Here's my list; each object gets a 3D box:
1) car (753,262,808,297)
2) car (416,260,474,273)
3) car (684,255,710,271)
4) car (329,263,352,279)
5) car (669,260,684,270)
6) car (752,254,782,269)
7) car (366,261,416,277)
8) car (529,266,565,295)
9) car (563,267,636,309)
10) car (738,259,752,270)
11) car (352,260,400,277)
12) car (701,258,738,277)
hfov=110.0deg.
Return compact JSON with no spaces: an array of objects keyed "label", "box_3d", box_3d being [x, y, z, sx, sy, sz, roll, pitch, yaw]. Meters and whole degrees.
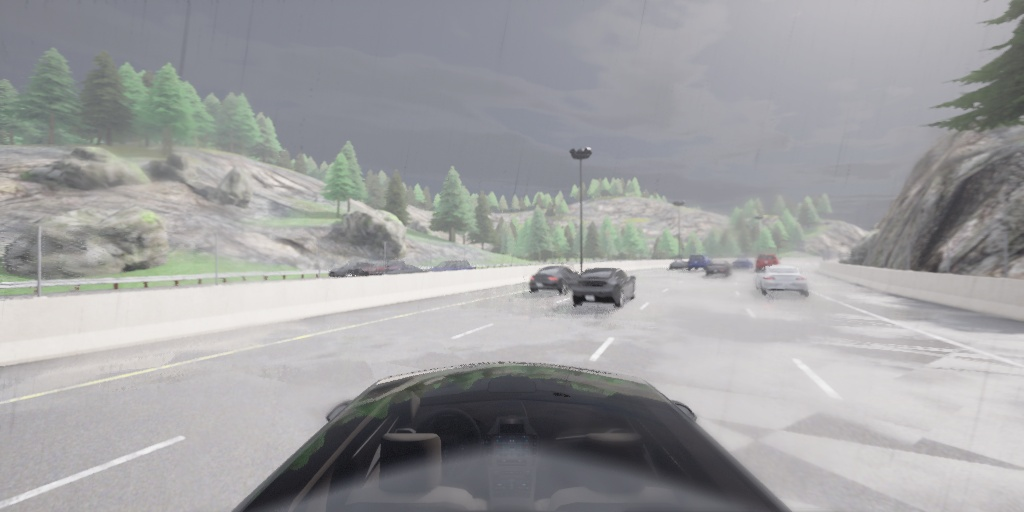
[{"label":"car","box_3d":[13.959,1.219,18.681,1.812,1.442,4.674,-1,0,30]},{"label":"car","box_3d":[-4.957,1.135,28.244,2.097,1.767,4.553,0,0,30]},{"label":"car","box_3d":[24.304,0.877,46.035,2.150,2.045,5.566,-1,-1,40]},{"label":"car","box_3d":[-14.326,1.331,33.025,1.837,1.490,4.892,0,0,30]},{"label":"car","box_3d":[23.728,1.225,50.534,1.994,1.385,4.181,0,0,41]},{"label":"car","box_3d":[30.701,0.846,42.813,2.150,2.045,5.566,-1,-1,41]},{"label":"car","box_3d":[-8.908,1.364,28.409,1.994,1.385,4.181,0,0,30]},{"label":"car","box_3d":[2.506,1.271,19.792,1.812,1.442,4.674,0,0,29]},{"label":"car","box_3d":[3.972,1.243,15.107,1.837,1.490,4.892,-1,0,28]},{"label":"car","box_3d":[31.871,1.103,49.346,1.882,1.535,5.008,-1,-1,42]},{"label":"car","box_3d":[-11.134,1.164,31.534,2.097,1.767,4.553,0,0,30]},{"label":"car","box_3d":[19.892,1.163,34.312,2.128,1.511,4.902,0,0,36]}]
